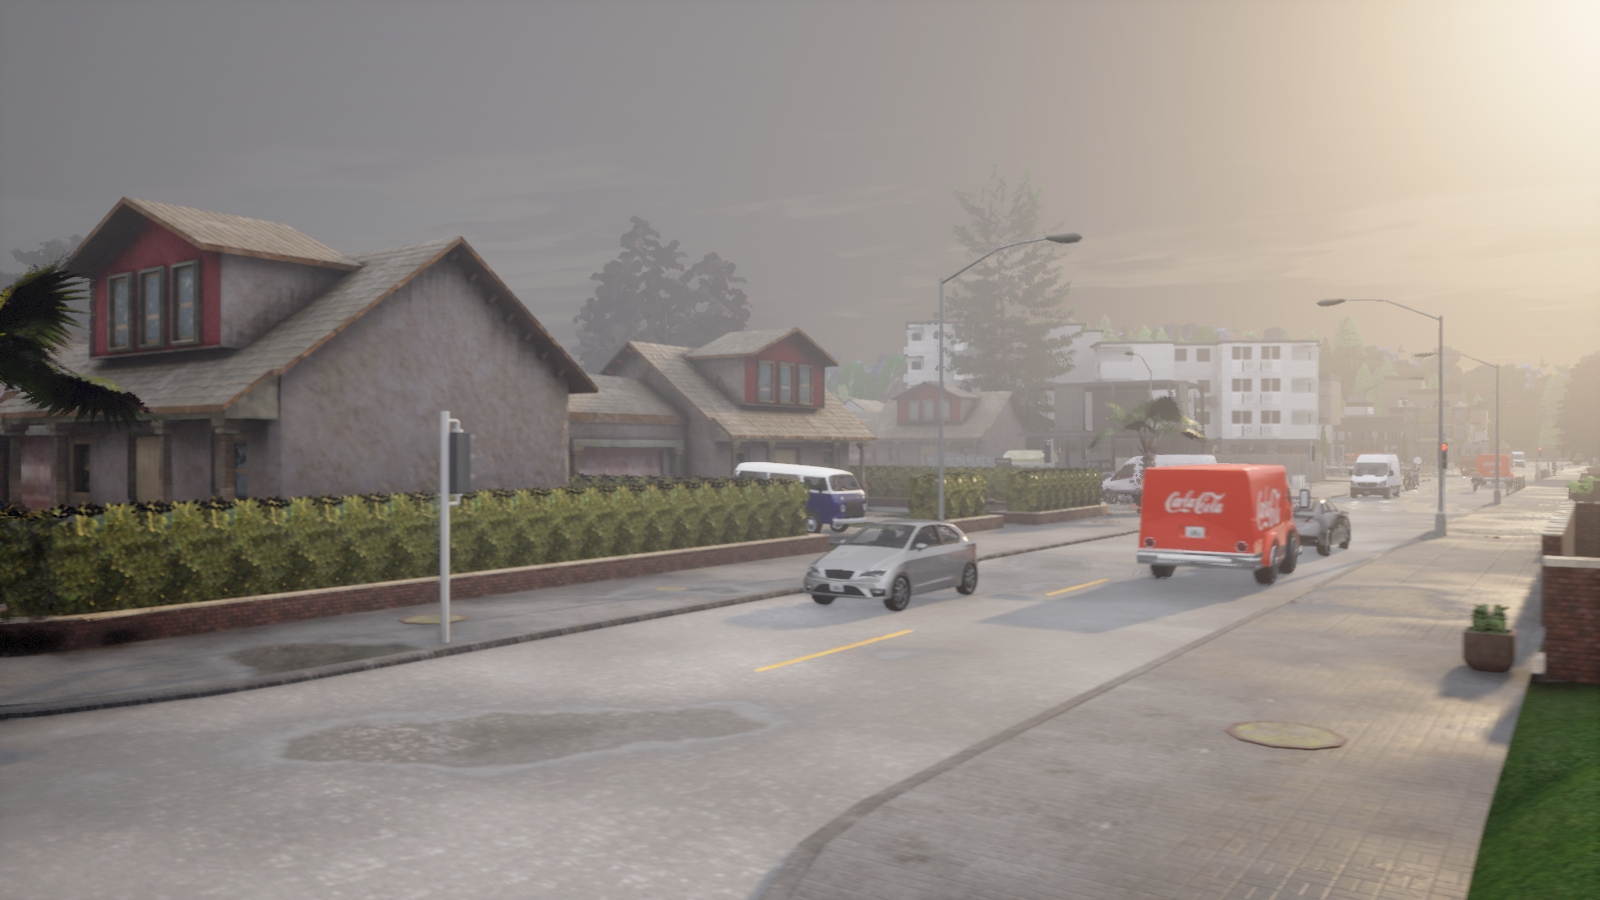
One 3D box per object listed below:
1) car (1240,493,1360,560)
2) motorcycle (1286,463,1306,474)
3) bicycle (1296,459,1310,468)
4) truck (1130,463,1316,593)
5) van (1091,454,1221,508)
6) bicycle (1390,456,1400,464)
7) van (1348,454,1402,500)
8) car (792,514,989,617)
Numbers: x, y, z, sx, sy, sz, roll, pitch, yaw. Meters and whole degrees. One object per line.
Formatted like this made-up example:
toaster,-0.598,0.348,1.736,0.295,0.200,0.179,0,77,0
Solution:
car,13.894,2.037,31.572,2.128,1.511,4.902,0,0,35
motorcycle,57.331,2.148,132.109,2.033,1.199,0.803,0,0,35
bicycle,75.270,2.012,171.016,1.835,1.471,0.329,0,0,35
truck,9.438,1.557,25.192,2.627,2.467,5.204,0,0,35
van,17.775,1.510,57.285,5.915,2.561,1.988,0,0,41
bicycle,115.883,2.013,222.463,1.643,1.496,0.373,0,0,35
van,33.517,1.519,66.536,1.988,2.561,5.915,0,0,35
car,1.788,2.050,21.276,1.816,1.474,4.193,0,0,34
